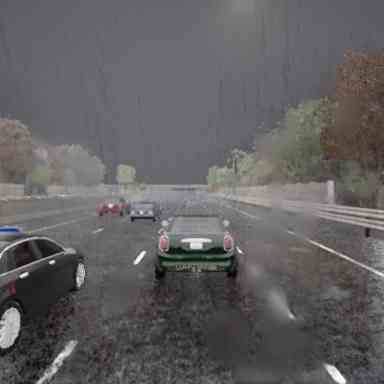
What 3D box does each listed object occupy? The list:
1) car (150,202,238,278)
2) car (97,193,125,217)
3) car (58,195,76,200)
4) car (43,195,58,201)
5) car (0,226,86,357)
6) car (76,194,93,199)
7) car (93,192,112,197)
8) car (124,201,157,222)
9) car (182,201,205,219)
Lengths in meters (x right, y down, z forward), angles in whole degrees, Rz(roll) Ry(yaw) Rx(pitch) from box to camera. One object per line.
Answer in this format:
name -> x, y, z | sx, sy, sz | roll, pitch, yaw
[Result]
car -> 0.105, 1.306, 10.173 | 2.097, 1.767, 4.553 | 0, 0, 0
car -> -6.887, 1.228, 30.231 | 2.097, 1.767, 4.553 | 0, 0, 0
car -> -24.471, 1.266, 67.062 | 2.033, 1.411, 5.357 | 0, 0, 0
car -> -27.971, 1.266, 67.064 | 2.033, 1.411, 5.357 | 0, 0, 0
car -> -3.396, 1.477, 5.949 | 1.837, 1.490, 4.892 | 0, 0, 0
car -> -20.971, 1.252, 67.061 | 2.128, 1.511, 4.902 | 0, 0, 0
car -> -17.471, 0.952, 67.029 | 2.150, 2.045, 5.566 | 0, 0, 0
car -> -3.386, 1.443, 24.913 | 2.033, 1.411, 5.357 | 0, 0, 0
car -> 0.116, 1.482, 29.006 | 1.895, 1.301, 4.718 | 0, 0, 0
